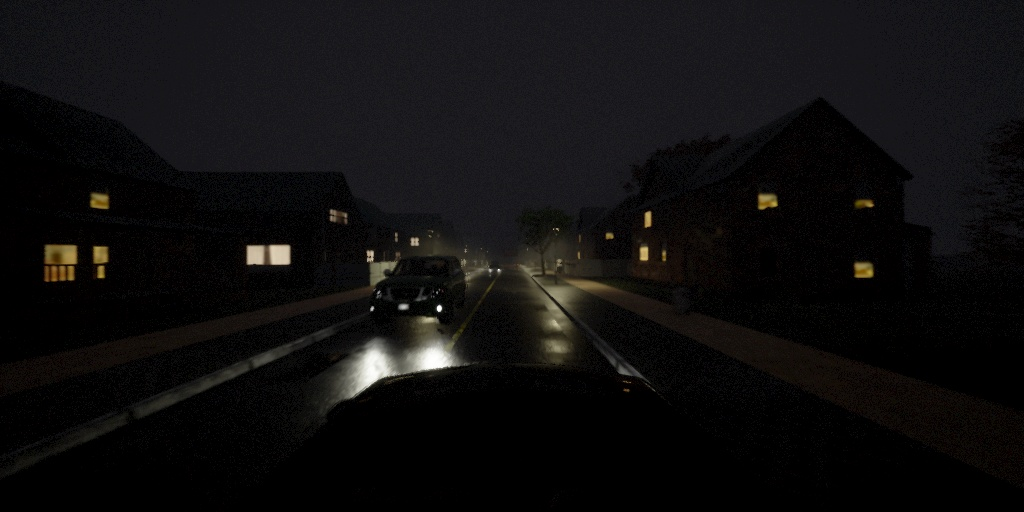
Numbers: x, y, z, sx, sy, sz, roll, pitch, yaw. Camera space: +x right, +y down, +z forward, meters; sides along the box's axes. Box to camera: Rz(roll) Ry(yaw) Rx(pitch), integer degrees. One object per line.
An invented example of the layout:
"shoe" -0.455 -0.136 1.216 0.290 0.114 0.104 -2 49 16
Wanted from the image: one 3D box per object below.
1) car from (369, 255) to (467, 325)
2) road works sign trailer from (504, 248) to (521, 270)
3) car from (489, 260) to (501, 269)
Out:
"car" -2.870 0.988 12.233 2.150 2.045 5.566 0 0 0
"road works sign trailer" -0.145 0.444 60.172 2.380 3.560 2.880 0 0 0
"car" -2.932 1.536 62.577 1.837 1.490 4.892 0 0 0
